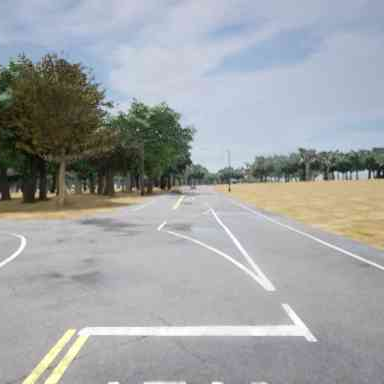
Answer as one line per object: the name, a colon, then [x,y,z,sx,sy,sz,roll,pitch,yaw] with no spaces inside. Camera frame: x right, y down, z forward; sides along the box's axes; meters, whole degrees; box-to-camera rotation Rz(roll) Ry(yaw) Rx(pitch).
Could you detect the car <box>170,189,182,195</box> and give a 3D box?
car: [-3.107,-0.035,65.615,1.895,1.301,4.718,0,2,5]
